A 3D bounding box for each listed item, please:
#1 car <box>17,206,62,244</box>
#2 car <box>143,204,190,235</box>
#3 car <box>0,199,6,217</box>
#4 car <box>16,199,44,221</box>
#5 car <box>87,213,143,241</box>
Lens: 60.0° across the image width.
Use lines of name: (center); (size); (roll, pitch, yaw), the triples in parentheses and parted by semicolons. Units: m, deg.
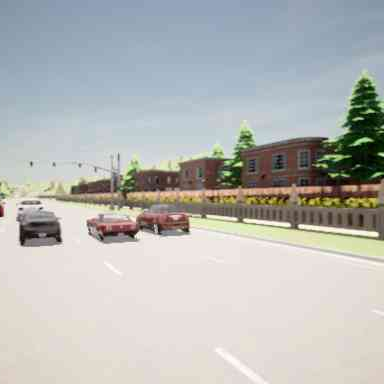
car: (-7.951, 1.735, 17.350); (1.837, 1.490, 4.892); (0, 0, -27)
car: (-1.915, 1.582, 20.915); (2.097, 1.767, 4.553); (0, -1, -27)
car: (-22.282, 1.745, 37.313); (2.150, 2.045, 5.566); (0, 0, -27)
car: (-15.273, 1.643, 31.477); (2.150, 2.045, 5.566); (0, 0, -27)
car: (-4.510, 1.819, 18.318); (1.895, 1.301, 4.718); (0, -1, -27)
